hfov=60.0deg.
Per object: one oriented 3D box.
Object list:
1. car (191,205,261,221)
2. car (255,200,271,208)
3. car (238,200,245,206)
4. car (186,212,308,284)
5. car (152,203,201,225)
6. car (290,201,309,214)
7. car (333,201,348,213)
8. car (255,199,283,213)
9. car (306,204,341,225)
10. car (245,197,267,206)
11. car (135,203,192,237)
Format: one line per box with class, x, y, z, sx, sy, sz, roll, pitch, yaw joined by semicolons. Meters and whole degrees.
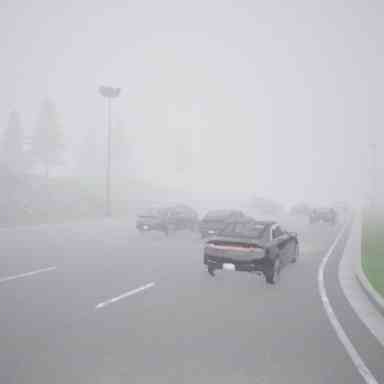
car;1.995;1.678;17.821;1.837;1.490;4.892;1;0;27
car;13.721;2.248;64.168;1.812;1.442;4.674;1;-1;27
car;9.147;2.070;54.974;2.128;1.511;4.902;1;-1;27
car;1.980;1.602;10.085;2.128;1.511;4.902;1;-1;27
car;-1.114;1.704;27.134;1.837;1.490;4.892;1;0;27
car;13.009;2.116;39.432;1.895;1.301;4.718;1;-1;27
car;22.003;2.086;49.366;2.097;1.767;4.553;1;0;27
car;9.857;1.970;40.952;2.128;1.511;4.902;1;-1;27
car;11.231;2.000;28.236;1.895;1.301;4.718;1;-1;27
car;10.084;1.769;49.097;2.150;2.045;5.566;1;0;27
car;-1.270;1.624;19.122;2.128;1.511;4.902;1;0;27
